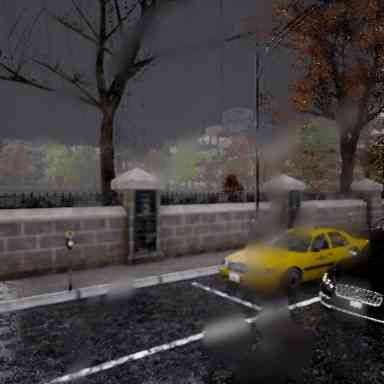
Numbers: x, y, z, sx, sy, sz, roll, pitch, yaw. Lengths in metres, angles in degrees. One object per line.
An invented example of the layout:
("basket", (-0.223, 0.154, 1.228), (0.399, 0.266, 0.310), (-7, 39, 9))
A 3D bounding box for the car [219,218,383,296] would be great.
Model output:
("car", (2.883, 1.530, 8.623), (4.829, 1.417, 1.752), (0, 0, -36))

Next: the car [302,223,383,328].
("car", (4.544, 1.510, 6.622), (4.892, 1.490, 1.837), (0, 0, -36))
